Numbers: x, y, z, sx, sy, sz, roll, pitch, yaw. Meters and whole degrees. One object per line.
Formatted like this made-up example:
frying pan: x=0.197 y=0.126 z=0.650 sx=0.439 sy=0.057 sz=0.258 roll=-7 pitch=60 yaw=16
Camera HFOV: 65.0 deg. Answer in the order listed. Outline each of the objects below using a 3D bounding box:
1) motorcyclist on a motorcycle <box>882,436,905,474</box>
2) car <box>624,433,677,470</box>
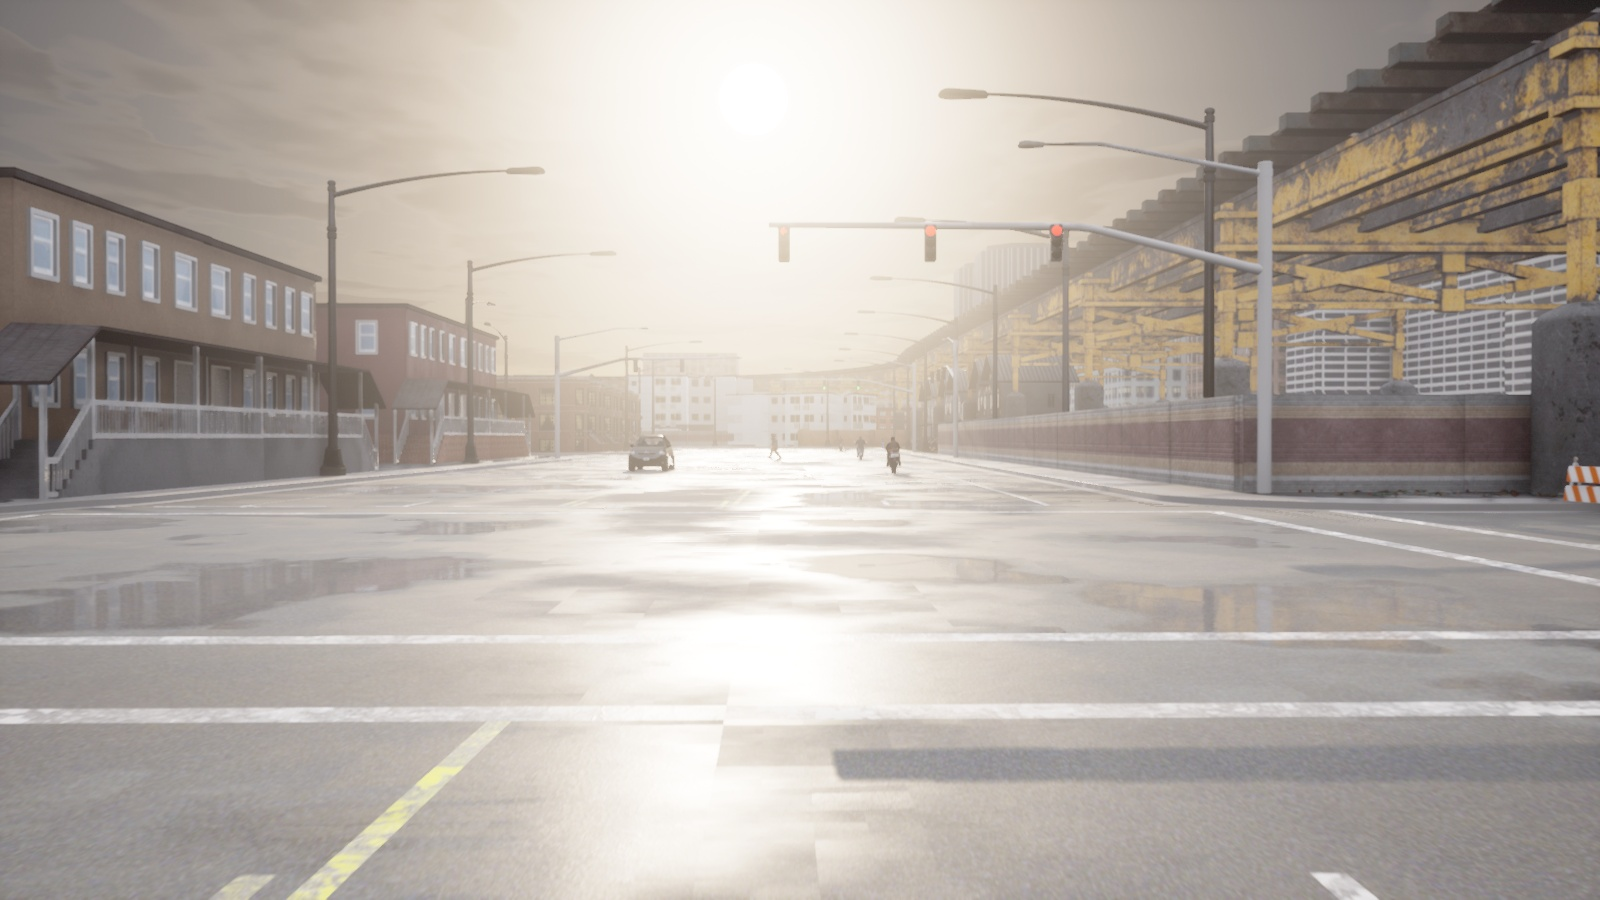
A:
motorcyclist on a motorcycle: x=3.812 y=0.198 z=51.389 sx=0.797 sy=1.523 sz=2.044 roll=0 pitch=1 yaw=0
car: x=-6.660 y=0.055 z=56.344 sx=1.851 sy=1.617 sz=3.988 roll=0 pitch=1 yaw=0
